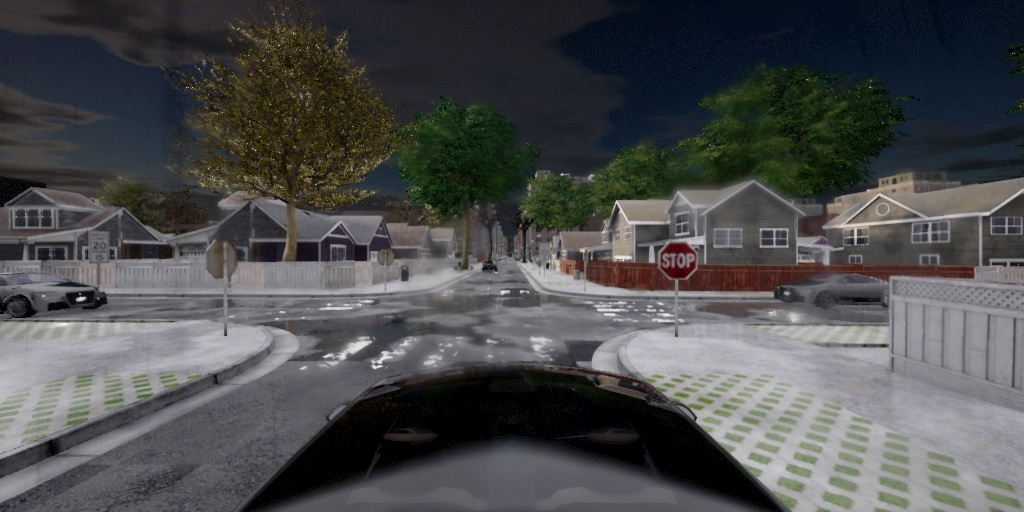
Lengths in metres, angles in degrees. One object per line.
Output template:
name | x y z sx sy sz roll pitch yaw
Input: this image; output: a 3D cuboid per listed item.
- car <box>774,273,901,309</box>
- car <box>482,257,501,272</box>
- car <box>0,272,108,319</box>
car | 13.409 1.391 14.852 4.181 1.385 1.994 0 0 0
car | -2.820 1.224 46.424 1.882 1.535 5.008 0 0 0
car | -16.240 1.232 11.857 4.181 1.385 1.994 0 0 0
